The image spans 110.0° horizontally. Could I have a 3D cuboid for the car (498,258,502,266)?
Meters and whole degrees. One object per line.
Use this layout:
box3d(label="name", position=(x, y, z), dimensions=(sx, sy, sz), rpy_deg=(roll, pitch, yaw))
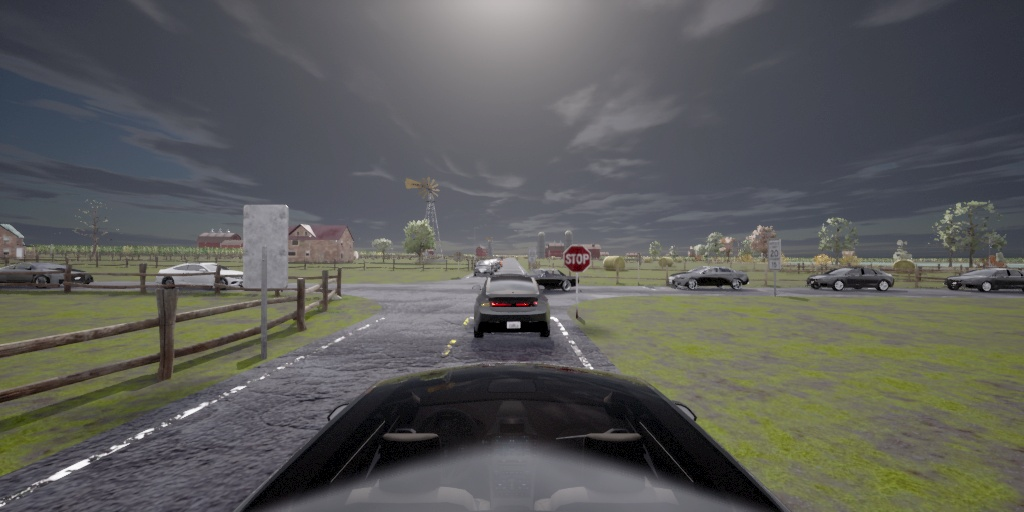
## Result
box3d(label="car", position=(-2.825, 1.241, 46.359), dimensions=(2.128, 1.511, 4.902), rpy_deg=(0, 0, 0))

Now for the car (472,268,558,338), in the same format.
box3d(label="car", position=(-0.069, 1.256, 10.225), dimensions=(1.837, 1.490, 4.892), rpy_deg=(0, 0, -3))

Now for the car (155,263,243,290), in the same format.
box3d(label="car", position=(-17.233, 1.103, 20.192), dimensions=(4.674, 1.442, 1.812), rpy_deg=(1, -1, -1))

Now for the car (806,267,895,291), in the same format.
box3d(label="car", position=(22.213, 1.499, 23.657), dimensions=(4.892, 1.490, 1.837), rpy_deg=(1, -1, -1))

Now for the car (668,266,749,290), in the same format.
box3d(label="car", position=(12.811, 1.397, 23.491), dimensions=(4.902, 1.511, 2.128), rpy_deg=(1, -1, -2))

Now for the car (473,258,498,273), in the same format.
box3d(label="car", position=(-2.838, 1.243, 36.913), dimensions=(2.128, 1.511, 4.902), rpy_deg=(0, 0, 0))

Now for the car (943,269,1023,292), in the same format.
box3d(label="car", position=(31.716, 1.587, 23.772), dimensions=(4.892, 1.490, 1.837), rpy_deg=(1, -1, -1))

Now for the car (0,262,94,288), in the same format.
box3d(label="car", position=(-26.353, 1.048, 20.076), dimensions=(4.181, 1.385, 1.994), rpy_deg=(1, -1, -1))

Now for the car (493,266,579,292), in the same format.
box3d(label="car", position=(1.510, 1.369, 20.270), dimensions=(4.718, 1.301, 1.895), rpy_deg=(1, 0, -35))
